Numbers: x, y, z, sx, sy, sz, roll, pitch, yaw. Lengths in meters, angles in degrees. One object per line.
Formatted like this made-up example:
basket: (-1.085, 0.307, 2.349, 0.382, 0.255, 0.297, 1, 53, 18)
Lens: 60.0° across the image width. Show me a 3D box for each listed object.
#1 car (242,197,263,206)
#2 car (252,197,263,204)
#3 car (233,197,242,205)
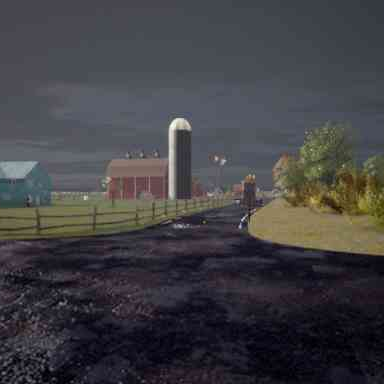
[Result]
car: (10.236, 1.593, 55.855, 2.128, 1.511, 4.902, 0, 0, 15)
car: (13.017, 1.698, 65.901, 1.994, 1.385, 4.181, 0, 0, 15)
car: (8.700, 1.598, 60.611, 2.128, 1.511, 4.902, 0, 0, 15)
